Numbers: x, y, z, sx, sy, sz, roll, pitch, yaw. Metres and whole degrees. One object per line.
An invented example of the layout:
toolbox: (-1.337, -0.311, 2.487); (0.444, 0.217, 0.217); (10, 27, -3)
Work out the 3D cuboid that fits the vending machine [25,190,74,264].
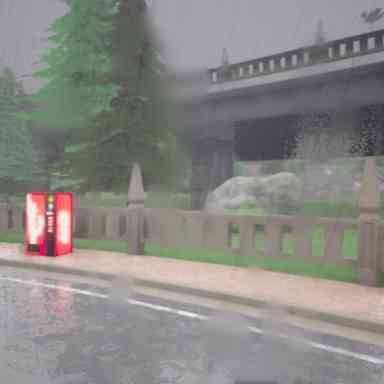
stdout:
vending machine: (-4.375, 1.005, 10.264); (0.880, 2.100, 1.100); (1, 1, 21)
